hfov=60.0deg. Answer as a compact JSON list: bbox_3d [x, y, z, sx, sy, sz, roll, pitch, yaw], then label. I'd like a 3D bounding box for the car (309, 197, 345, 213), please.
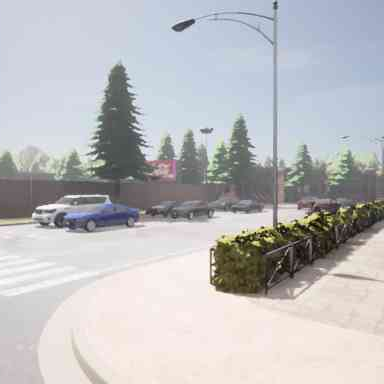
[{"bbox_3d":[14.667,1.476,35.926,1.882,1.535,5.008,0,0,37],"label":"car"}]

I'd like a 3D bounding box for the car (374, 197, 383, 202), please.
[{"bbox_3d":[28.701,1.490,48.616,4.902,1.511,2.128,0,0,-30],"label":"car"}]

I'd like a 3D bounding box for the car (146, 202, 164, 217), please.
[{"bbox_3d":[-1.988,1.543,31.275,2.033,1.411,5.357,0,0,36],"label":"car"}]

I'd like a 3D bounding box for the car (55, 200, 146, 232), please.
[{"bbox_3d":[-5.459,1.474,20.532,1.882,1.535,5.008,0,0,36],"label":"car"}]

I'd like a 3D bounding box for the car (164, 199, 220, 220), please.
[{"bbox_3d":[0.100,1.501,28.182,1.837,1.490,4.892,0,0,36],"label":"car"}]

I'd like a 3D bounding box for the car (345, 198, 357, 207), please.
[{"bbox_3d":[22.430,1.562,49.023,4.181,1.385,1.994,0,0,-34],"label":"car"}]

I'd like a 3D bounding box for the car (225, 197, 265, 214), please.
[{"bbox_3d":[6.147,1.544,36.442,2.033,1.411,5.357,0,0,36],"label":"car"}]

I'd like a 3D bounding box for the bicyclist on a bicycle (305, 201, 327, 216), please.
[{"bbox_3d":[6.521,1.300,17.493,1.656,1.620,0.582,0,0,36],"label":"bicyclist on a bicycle"}]

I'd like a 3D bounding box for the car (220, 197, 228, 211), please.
[{"bbox_3d":[4.031,1.348,39.419,2.097,1.767,4.553,0,0,37],"label":"car"}]

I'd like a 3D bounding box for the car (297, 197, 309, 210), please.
[{"bbox_3d":[15.099,1.350,42.041,2.097,1.767,4.553,0,0,41],"label":"car"}]

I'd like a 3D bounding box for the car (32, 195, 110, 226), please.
[{"bbox_3d":[-8.003,1.217,22.988,2.150,2.045,5.566,0,0,36],"label":"car"}]
